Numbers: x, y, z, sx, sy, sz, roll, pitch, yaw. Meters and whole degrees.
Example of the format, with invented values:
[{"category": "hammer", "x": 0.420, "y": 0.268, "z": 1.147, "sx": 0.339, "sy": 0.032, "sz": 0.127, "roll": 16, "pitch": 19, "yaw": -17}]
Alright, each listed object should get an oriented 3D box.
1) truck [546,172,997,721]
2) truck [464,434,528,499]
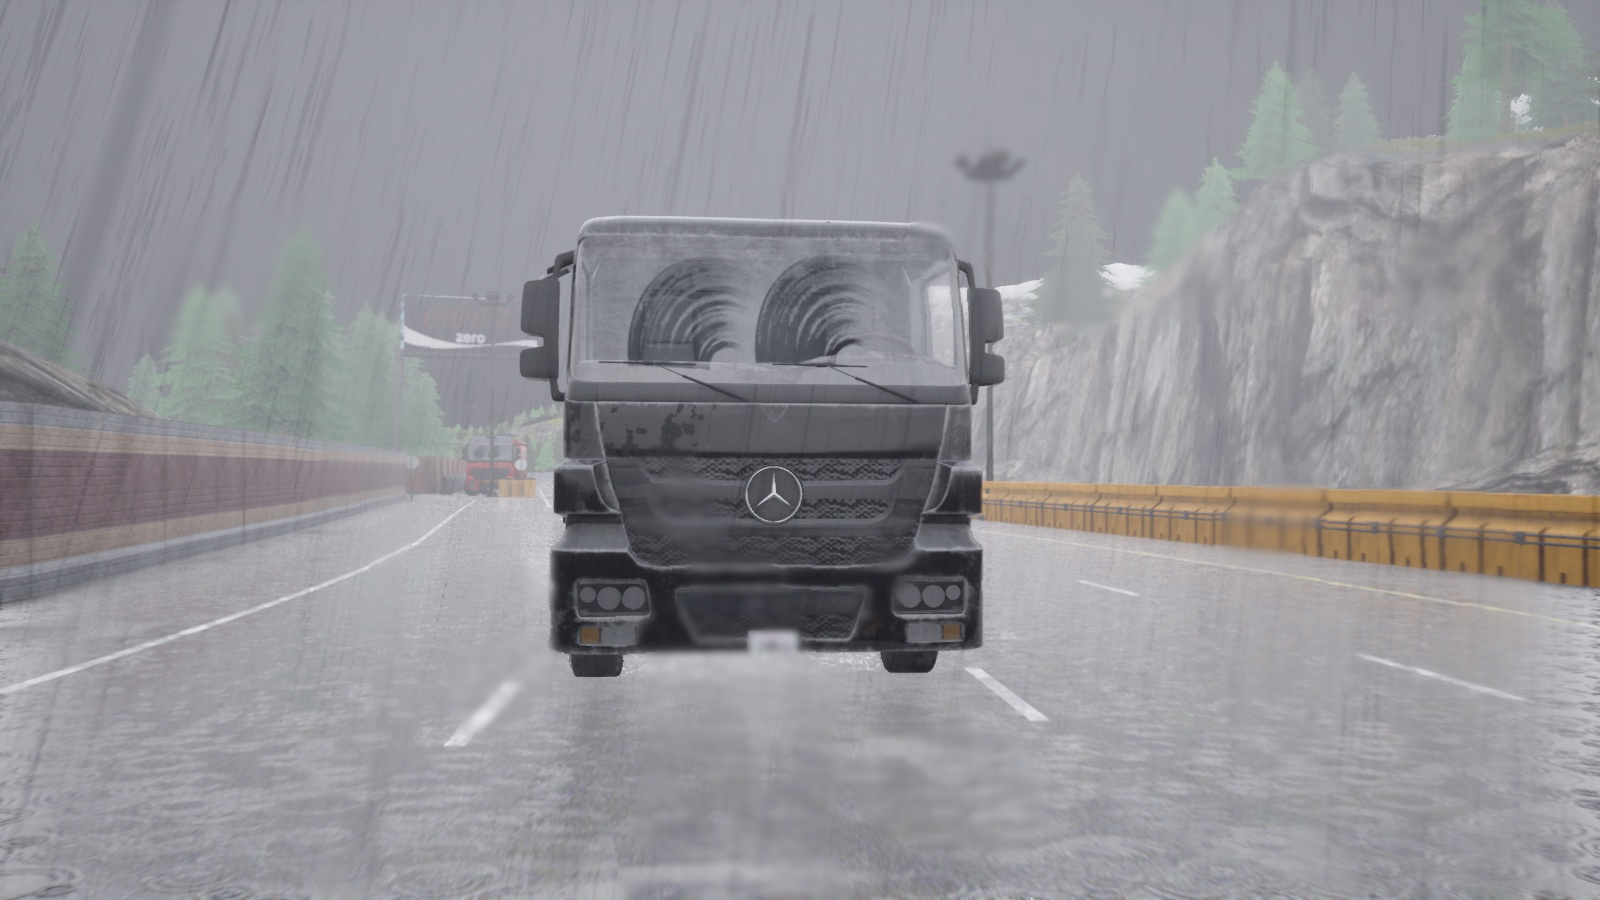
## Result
[{"category": "truck", "x": -0.585, "y": 0.036, "z": 12.004, "sx": 2.891, "sy": 3.462, "sz": 7.936, "roll": 0, "pitch": -1, "yaw": -6}, {"category": "truck", "x": -18.742, "y": 1.030, "z": 77.854, "sx": 2.891, "sy": 3.827, "sz": 8.468, "roll": 0, "pitch": -1, "yaw": -7}]
